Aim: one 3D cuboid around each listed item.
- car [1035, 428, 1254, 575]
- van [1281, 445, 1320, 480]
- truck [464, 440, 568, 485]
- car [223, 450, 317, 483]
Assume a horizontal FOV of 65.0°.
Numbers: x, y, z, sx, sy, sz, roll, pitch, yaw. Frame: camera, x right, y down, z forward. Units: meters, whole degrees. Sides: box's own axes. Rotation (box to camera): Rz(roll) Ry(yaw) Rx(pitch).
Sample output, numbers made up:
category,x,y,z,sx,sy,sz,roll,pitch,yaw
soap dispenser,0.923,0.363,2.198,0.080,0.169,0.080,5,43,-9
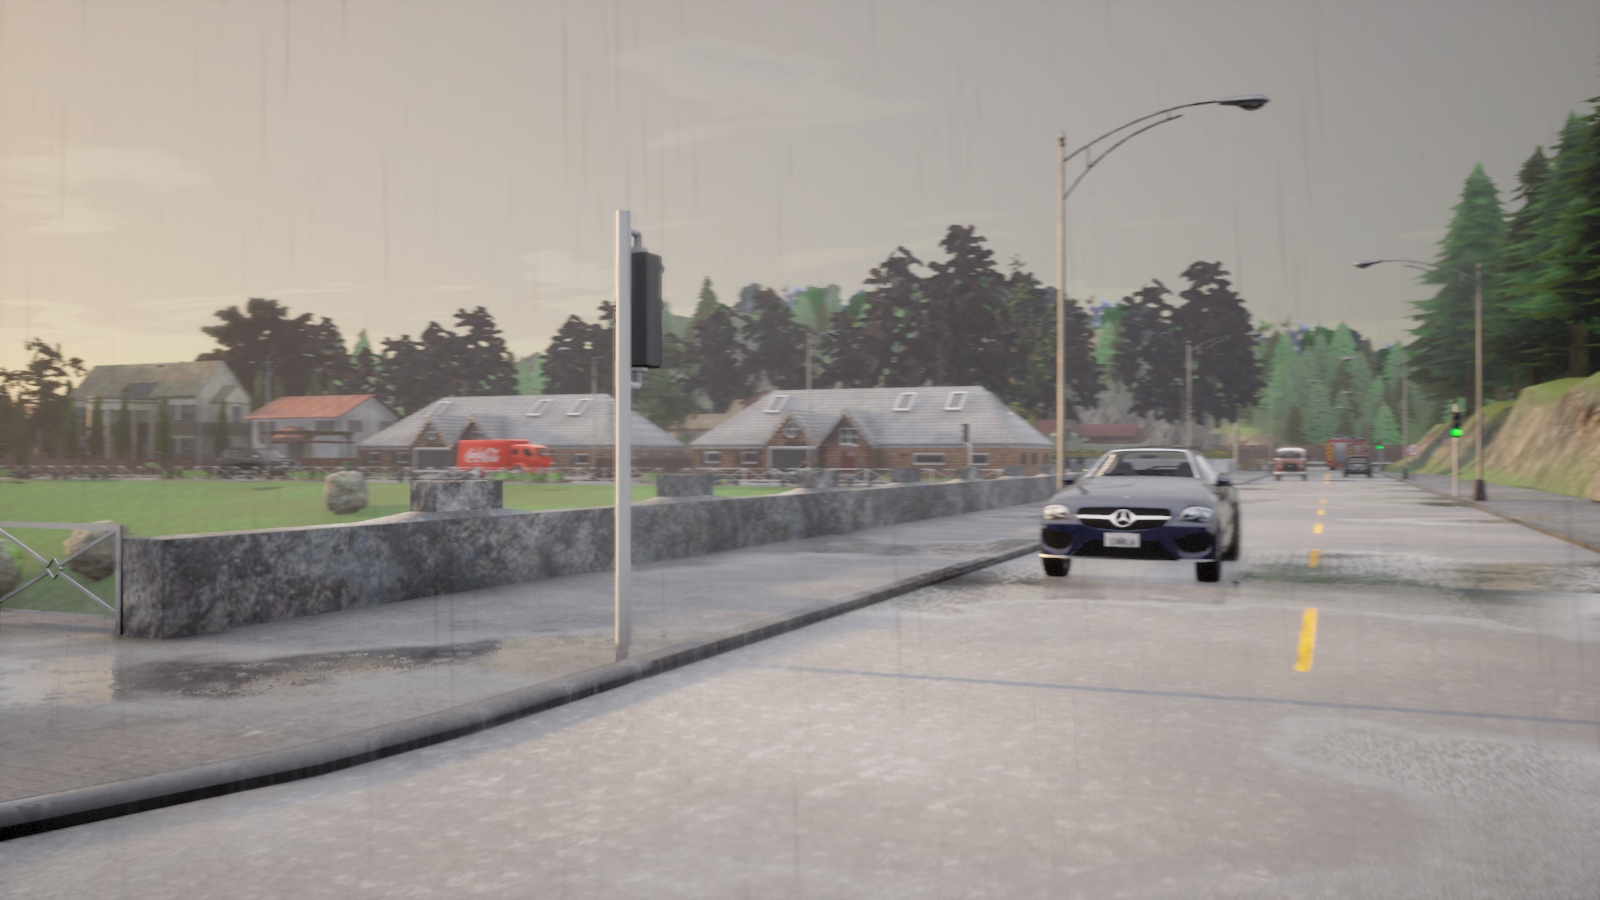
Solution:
category,x,y,z,sx,sy,sz,roll,pitch,yaw
car,4.807,0.595,16.914,2.152,1.651,5.027,0,0,23
van,30.596,0.748,76.669,2.069,2.038,4.480,0,0,23
truck,-16.076,0.712,71.181,5.204,2.467,2.627,0,0,23
car,-33.171,1.032,78.555,5.566,2.045,2.150,0,0,23
